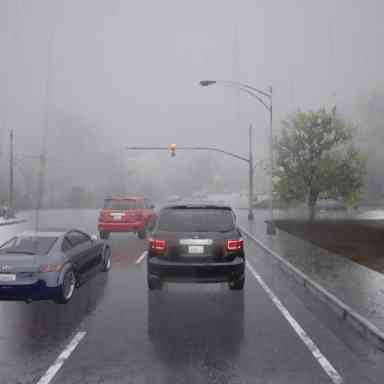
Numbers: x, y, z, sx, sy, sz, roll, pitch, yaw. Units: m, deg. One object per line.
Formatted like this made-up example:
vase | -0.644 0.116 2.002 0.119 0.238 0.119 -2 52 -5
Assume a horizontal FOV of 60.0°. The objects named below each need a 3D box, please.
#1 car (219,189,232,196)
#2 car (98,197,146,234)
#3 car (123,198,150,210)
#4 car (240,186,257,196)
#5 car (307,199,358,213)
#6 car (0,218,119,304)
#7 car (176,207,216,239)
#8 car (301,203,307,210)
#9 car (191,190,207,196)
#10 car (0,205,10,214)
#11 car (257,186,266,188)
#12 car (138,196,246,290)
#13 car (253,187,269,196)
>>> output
car | 9.054 -0.030 89.888 2.097 1.767 4.553 0 3 30
car | -3.282 1.260 17.632 2.150 2.045 5.566 0 0 1
car | -7.690 1.626 46.821 2.128 1.511 4.902 0 0 11
car | 13.966 0.093 84.502 2.097 1.767 4.553 0 3 33
car | 15.977 1.646 37.570 4.718 1.301 1.895 -1 0 3
car | -3.405 1.574 8.230 1.994 1.385 4.181 0 0 2
car | 0.249 1.605 18.461 1.994 1.385 4.181 0 0 2
car | 16.084 1.549 41.070 4.902 1.511 2.128 -1 0 3
car | 1.657 0.722 76.267 2.150 2.045 5.566 0 2 23
car | -22.427 1.741 36.059 4.902 1.511 2.128 -1 0 2
car | 19.646 -0.763 93.035 2.150 2.045 5.566 0 3 38
car | 0.103 1.234 9.233 2.150 2.045 5.566 0 0 0
car | 17.535 0.264 83.629 1.895 1.301 4.718 0 3 33
